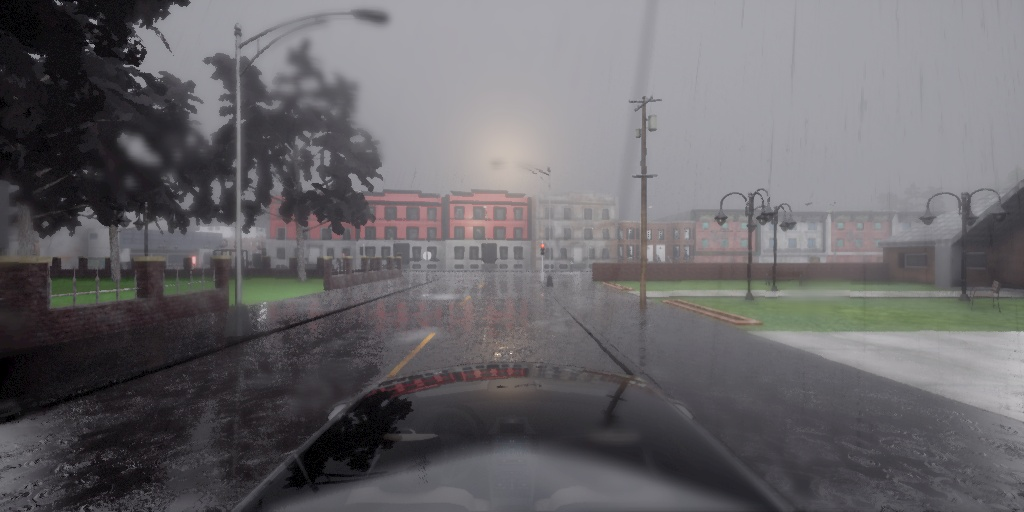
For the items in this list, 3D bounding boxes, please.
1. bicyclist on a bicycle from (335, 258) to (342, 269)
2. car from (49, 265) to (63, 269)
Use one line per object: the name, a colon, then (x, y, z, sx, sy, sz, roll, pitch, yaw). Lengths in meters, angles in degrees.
bicyclist on a bicycle: (-22.693, 1.097, 46.937, 0.582, 1.620, 1.656, 0, 0, 0)
car: (-51.889, 1.309, 38.620, 5.357, 1.411, 2.033, 0, 0, 0)
